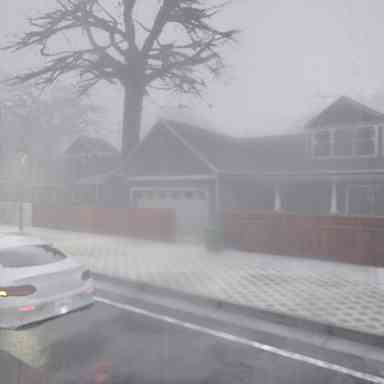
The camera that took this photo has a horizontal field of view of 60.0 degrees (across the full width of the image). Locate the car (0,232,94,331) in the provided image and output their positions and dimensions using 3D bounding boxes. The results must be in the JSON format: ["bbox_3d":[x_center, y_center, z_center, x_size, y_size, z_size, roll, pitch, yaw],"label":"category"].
[{"bbox_3d":[-3.814,1.517,6.376,4.674,1.442,1.812,0,0,36],"label":"car"}]
